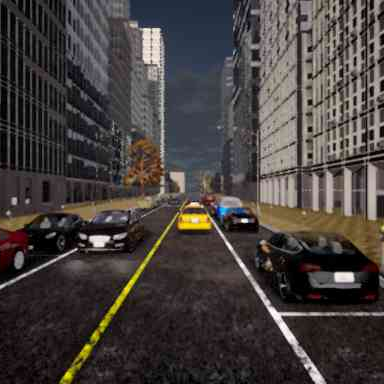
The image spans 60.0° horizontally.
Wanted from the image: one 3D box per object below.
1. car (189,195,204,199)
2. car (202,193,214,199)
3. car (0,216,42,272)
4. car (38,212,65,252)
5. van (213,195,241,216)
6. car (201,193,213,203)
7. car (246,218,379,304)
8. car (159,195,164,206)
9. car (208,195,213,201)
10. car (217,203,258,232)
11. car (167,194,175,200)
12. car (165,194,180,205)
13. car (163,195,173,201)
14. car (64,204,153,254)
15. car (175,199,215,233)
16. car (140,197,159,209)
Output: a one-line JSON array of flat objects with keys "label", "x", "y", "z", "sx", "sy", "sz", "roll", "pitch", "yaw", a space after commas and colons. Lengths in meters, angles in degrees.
[{"label": "car", "x": 0.189, "y": 1.464, "z": 41.467, "sx": 1.994, "sy": 1.385, "sz": 4.181, "roll": 0, "pitch": 0, "yaw": 0}, {"label": "car", "x": 2.812, "y": 1.178, "z": 53.527, "sx": 2.192, "sy": 1.841, "sz": 5.009, "roll": 0, "pitch": 0, "yaw": 0}, {"label": "car", "x": -5.671, "y": 1.529, "z": 8.017, "sx": 1.887, "sy": 1.381, "sz": 4.507, "roll": 0, "pitch": 0, "yaw": 0}, {"label": "car", "x": -5.658, "y": 1.538, "z": 13.710, "sx": 1.947, "sy": 1.339, "sz": 4.313, "roll": 0, "pitch": 0, "yaw": 0}, {"label": "van", "x": 2.748, "y": 1.286, "z": 25.068, "sx": 1.690, "sy": 1.788, "sz": 3.998, "roll": 0, "pitch": 0, "yaw": 0}, {"label": "car", "x": 2.837, "y": 1.142, "z": 64.912, "sx": 2.192, "sy": 1.841, "sz": 5.009, "roll": 0, "pitch": 0, "yaw": 0}, {"label": "car", "x": 2.710, "y": 1.550, "z": 7.990, "sx": 1.947, "sy": 1.339, "sz": 4.313, "roll": 0, "pitch": 0, "yaw": 0}, {"label": "car", "x": -5.583, "y": 1.432, "z": 47.866, "sx": 2.008, "sy": 1.369, "sz": 4.403, "roll": 0, "pitch": 0, "yaw": 0}, {"label": "car", "x": 2.761, "y": 1.370, "z": 30.760, "sx": 1.967, "sy": 1.590, "sz": 4.097, "roll": 0, "pitch": 0, "yaw": 0}, {"label": "car", "x": 2.735, "y": 1.524, "z": 19.375, "sx": 1.947, "sy": 1.339, "sz": 4.313, "roll": 0, "pitch": 0, "yaw": 0}, {"label": "car", "x": -5.495, "y": 1.329, "z": 87.711, "sx": 1.802, "sy": 1.307, "sz": 4.206, "roll": 0, "pitch": 0, "yaw": 0}, {"label": "car", "x": -2.941, "y": 1.422, "z": 55.050, "sx": 1.994, "sy": 1.385, "sz": 4.181, "roll": 0, "pitch": 0, "yaw": 0}, {"label": "car", "x": -5.520, "y": 1.355, "z": 76.328, "sx": 1.947, "sy": 1.339, "sz": 4.313, "roll": 0, "pitch": 0, "yaw": 0}, {"label": "car", "x": -3.072, "y": 1.464, "z": 13.445, "sx": 2.128, "sy": 1.511, "sz": 4.902, "roll": 0, "pitch": 0, "yaw": 0}, {"label": "car", "x": 0.144, "y": 1.414, "z": 19.289, "sx": 1.801, "sy": 1.575, "sz": 5.366, "roll": 0, "pitch": 0, "yaw": 0}, {"label": "car", "x": -5.596, "y": 1.424, "z": 42.003, "sx": 1.752, "sy": 1.417, "sz": 4.829, "roll": 0, "pitch": 0, "yaw": 0}]
